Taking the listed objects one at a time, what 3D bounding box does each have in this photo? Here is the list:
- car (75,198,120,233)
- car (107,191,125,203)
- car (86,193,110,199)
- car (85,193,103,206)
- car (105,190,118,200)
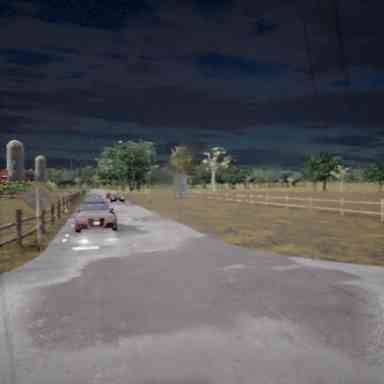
[{"bbox_3d":[-5.152,1.283,17.814,1.994,1.385,4.181,-1,1,-17],"label":"car"},{"bbox_3d":[-10.221,0.824,45.100,1.895,1.301,4.718,-1,1,-17],"label":"car"},{"bbox_3d":[-8.487,1.087,28.919,2.033,1.411,5.357,-1,1,-17],"label":"car"},{"bbox_3d":[-12.291,0.889,41.801,1.994,1.385,4.181,-1,1,-16],"label":"car"},{"bbox_3d":[-13.808,0.498,57.056,1.882,1.535,5.008,-1,1,-17],"label":"car"}]
